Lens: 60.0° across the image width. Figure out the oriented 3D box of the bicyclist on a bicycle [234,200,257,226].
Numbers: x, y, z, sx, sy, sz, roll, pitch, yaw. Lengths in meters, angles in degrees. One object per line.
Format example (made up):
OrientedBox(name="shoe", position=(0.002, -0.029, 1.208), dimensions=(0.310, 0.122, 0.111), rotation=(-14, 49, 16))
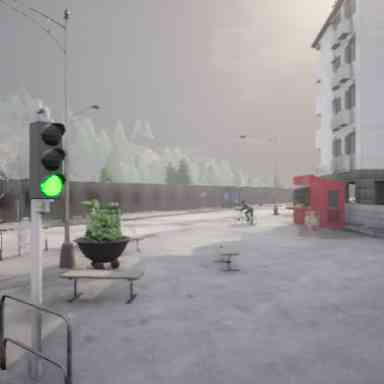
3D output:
OrientedBox(name="bicyclist on a bicycle", position=(3.479, 1.365, 21.636), dimensions=(1.656, 1.620, 0.582), rotation=(0, 0, 35))
